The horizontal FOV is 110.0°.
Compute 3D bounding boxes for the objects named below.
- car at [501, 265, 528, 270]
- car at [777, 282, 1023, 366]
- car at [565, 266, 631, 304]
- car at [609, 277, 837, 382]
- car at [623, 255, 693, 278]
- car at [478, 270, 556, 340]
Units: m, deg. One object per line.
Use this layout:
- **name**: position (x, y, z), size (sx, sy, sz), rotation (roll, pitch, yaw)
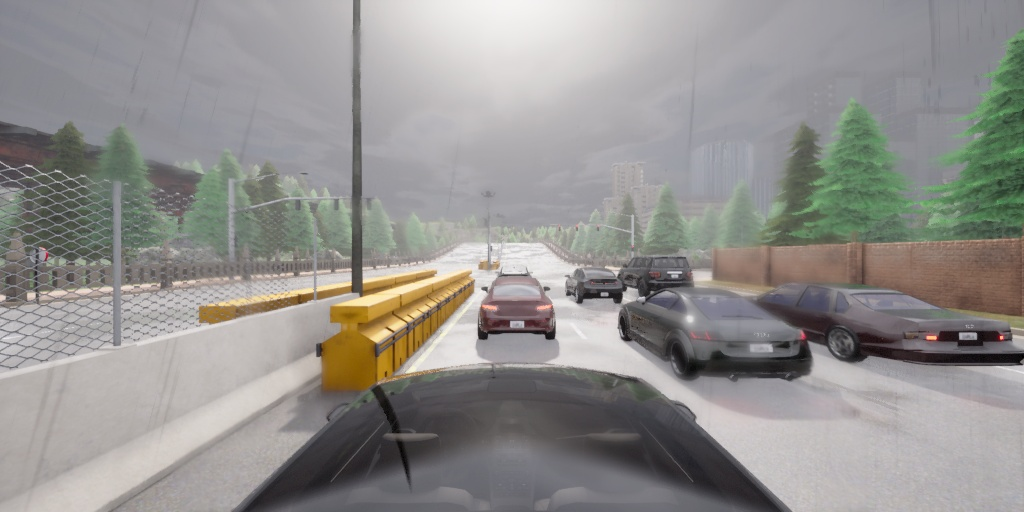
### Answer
- **car**: position (0.116, 1.241, 19.109), size (2.128, 1.511, 4.902), rotation (0, 0, 0)
- **car**: position (7.106, 1.297, 8.099), size (2.033, 1.411, 5.357), rotation (0, 0, 0)
- **car**: position (3.613, 1.255, 16.401), size (1.837, 1.490, 4.892), rotation (0, 0, 0)
- **car**: position (3.610, 1.314, 7.234), size (1.994, 1.385, 4.181), rotation (0, 0, -1)
- **car**: position (7.114, 0.972, 18.341), size (2.150, 2.045, 5.566), rotation (0, 0, 0)
- **car**: position (0.109, 1.276, 9.863), size (1.812, 1.442, 4.674), rotation (0, 0, 0)
